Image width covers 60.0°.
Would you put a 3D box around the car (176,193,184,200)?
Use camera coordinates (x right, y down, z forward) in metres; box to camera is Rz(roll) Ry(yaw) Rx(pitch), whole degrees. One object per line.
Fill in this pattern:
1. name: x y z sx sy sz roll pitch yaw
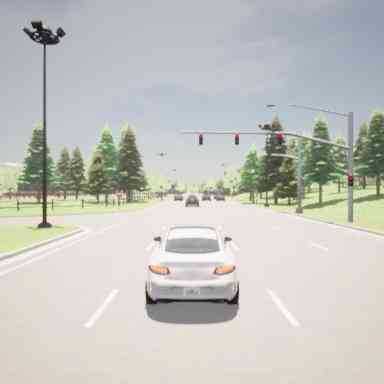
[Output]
1. car: -3.401 1.236 92.897 2.097 1.767 4.553 0 0 0

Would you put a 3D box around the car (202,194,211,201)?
1. car: 3.588 1.391 82.887 2.097 1.767 4.553 0 0 0

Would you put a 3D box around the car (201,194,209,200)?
1. car: 3.599 1.421 92.920 2.033 1.411 5.357 0 0 0

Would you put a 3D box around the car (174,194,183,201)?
1. car: -3.412 1.587 82.891 1.994 1.385 4.181 0 0 0

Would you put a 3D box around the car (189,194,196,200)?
1. car: 0.099 1.381 92.924 1.837 1.490 4.892 0 0 0

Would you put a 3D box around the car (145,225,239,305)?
1. car: 0.015 1.530 7.987 1.812 1.442 4.674 0 0 0

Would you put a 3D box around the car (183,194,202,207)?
1. car: 0.055 1.379 51.861 2.097 1.767 4.553 0 0 0

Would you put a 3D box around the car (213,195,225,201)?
1. car: 7.088 1.560 82.496 2.128 1.511 4.902 0 0 0

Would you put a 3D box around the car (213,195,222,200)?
1. car: 7.099 1.434 92.916 1.994 1.385 4.181 0 0 0

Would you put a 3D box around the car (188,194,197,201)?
1. car: 0.088 1.391 82.890 2.097 1.767 4.553 0 0 0
